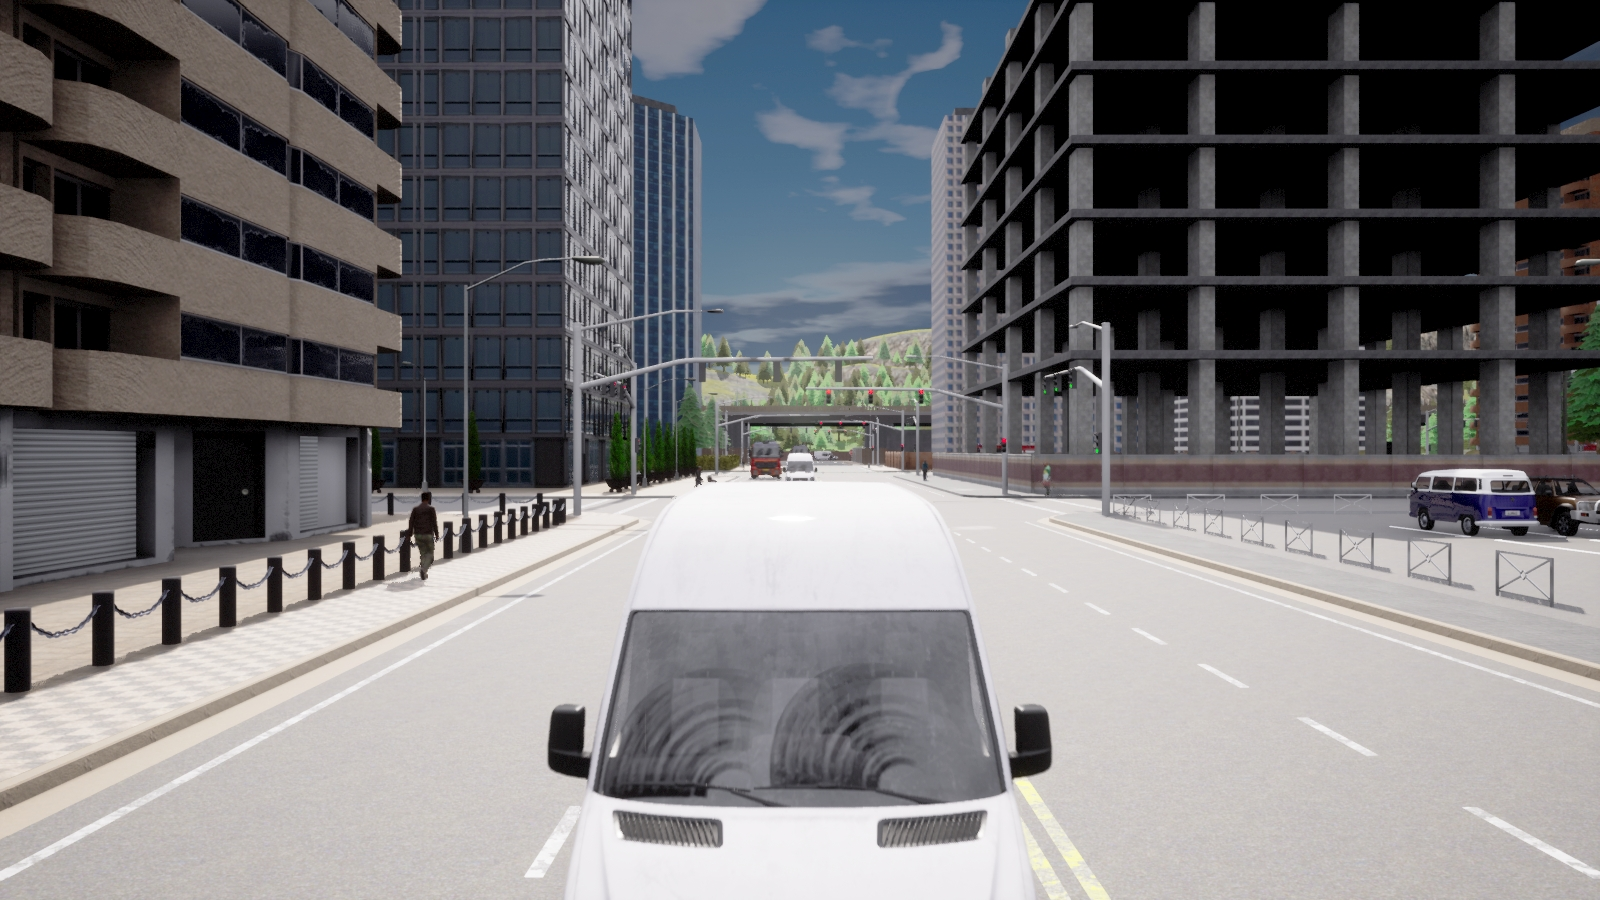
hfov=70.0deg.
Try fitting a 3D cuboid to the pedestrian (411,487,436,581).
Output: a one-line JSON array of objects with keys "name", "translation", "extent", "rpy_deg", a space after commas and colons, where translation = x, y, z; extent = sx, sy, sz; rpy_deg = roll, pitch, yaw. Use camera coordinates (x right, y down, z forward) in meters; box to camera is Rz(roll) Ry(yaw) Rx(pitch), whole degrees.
[{"name": "pedestrian", "translation": [-7.632, 1.697, 23.169], "extent": [0.375, 1.860, 0.375], "rpy_deg": [0, 0, 1]}]

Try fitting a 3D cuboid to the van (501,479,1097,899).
[{"name": "van", "translation": [-0.002, 1.534, 6.771], "extent": [1.988, 2.561, 5.915], "rpy_deg": [0, 0, 0]}]

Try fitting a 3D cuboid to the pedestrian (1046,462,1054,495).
[{"name": "pedestrian", "translation": [14.249, 1.641, 65.200], "extent": [0.375, 1.860, 0.375], "rpy_deg": [0, 0, 4]}]

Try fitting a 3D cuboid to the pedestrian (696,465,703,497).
[{"name": "pedestrian", "translation": [-5.977, 1.848, 67.733], "extent": [0.375, 1.860, 0.375], "rpy_deg": [0, 0, 2]}]

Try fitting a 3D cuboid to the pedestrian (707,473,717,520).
[{"name": "pedestrian", "translation": [-3.493, 1.846, 45.379], "extent": [0.375, 1.860, 0.375], "rpy_deg": [0, 0, -10]}]
